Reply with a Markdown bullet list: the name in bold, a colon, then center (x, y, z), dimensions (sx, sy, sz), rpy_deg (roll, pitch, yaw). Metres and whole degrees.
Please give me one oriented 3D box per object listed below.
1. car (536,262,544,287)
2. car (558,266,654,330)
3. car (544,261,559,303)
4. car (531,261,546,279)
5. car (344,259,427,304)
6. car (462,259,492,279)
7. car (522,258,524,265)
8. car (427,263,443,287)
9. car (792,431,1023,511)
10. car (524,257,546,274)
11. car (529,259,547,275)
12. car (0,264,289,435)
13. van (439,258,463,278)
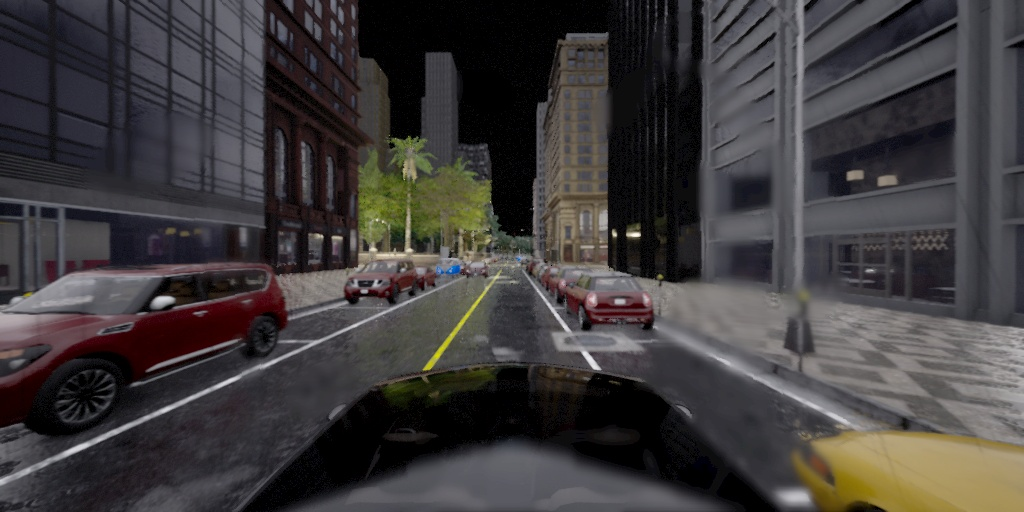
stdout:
- **car**: center (2.764, 1.292, 21.941), dimensions (1.888, 1.381, 4.507), rpy_deg (0, 0, 0)
- **car**: center (2.764, 1.187, 11.090), dimensions (1.967, 1.591, 4.097), rpy_deg (0, 0, 0)
- **car**: center (2.765, 1.187, 16.516), dimensions (1.967, 1.591, 4.097), rpy_deg (0, 0, 0)
- **car**: center (2.766, 1.298, 27.365), dimensions (2.007, 1.370, 4.403), rpy_deg (0, 0, 0)
- **car**: center (-5.761, 1.062, 16.528), dimensions (2.192, 1.841, 5.009), rpy_deg (0, 0, 0)
- **car**: center (-3.091, 1.273, 32.781), dimensions (1.812, 1.442, 4.674), rpy_deg (0, 0, 0)
- **car**: center (2.768, 1.311, 49.067), dimensions (1.948, 1.339, 4.313), rpy_deg (0, 0, 0)
- **car**: center (-5.760, 1.292, 21.954), dimensions (1.888, 1.381, 4.507), rpy_deg (0, 0, 0)
- **car**: center (2.763, 1.276, 0.411), dimensions (1.751, 1.417, 4.829), rpy_deg (0, 0, 0)
- **car**: center (2.767, 1.062, 38.216), dimensions (2.192, 1.841, 5.009), rpy_deg (0, 0, 0)
- **car**: center (2.767, 1.273, 32.961), dimensions (1.751, 1.417, 4.829), rpy_deg (0, 0, 0)
- **car**: center (-5.762, 1.064, 5.676), dimensions (2.192, 1.841, 5.009), rpy_deg (0, 0, 0)
- **van**: center (-5.759, 1.089, 32.806), dimensions (1.690, 1.789, 3.998), rpy_deg (0, 0, 0)
